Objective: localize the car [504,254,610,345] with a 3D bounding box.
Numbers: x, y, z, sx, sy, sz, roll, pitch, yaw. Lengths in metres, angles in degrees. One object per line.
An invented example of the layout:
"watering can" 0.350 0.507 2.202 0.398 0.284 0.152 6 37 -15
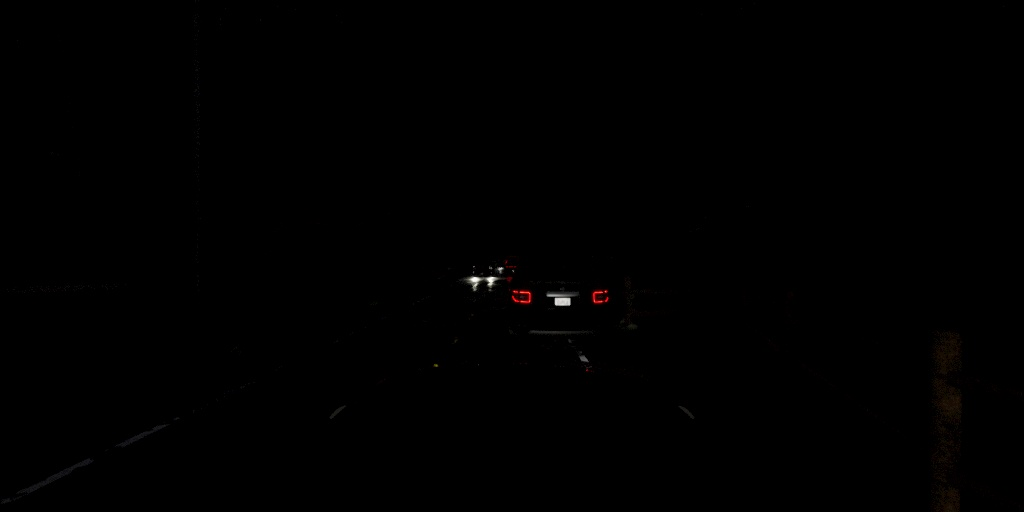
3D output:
"car" 0.978 0.972 9.582 2.150 2.045 5.566 0 0 0

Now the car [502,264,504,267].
"car" 0.136 1.260 38.780 1.837 1.490 4.892 0 0 0

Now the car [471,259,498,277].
"car" -2.796 1.105 35.564 2.097 1.767 4.553 0 0 0

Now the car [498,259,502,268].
"car" -2.659 1.298 60.962 1.812 1.442 4.674 0 0 0
